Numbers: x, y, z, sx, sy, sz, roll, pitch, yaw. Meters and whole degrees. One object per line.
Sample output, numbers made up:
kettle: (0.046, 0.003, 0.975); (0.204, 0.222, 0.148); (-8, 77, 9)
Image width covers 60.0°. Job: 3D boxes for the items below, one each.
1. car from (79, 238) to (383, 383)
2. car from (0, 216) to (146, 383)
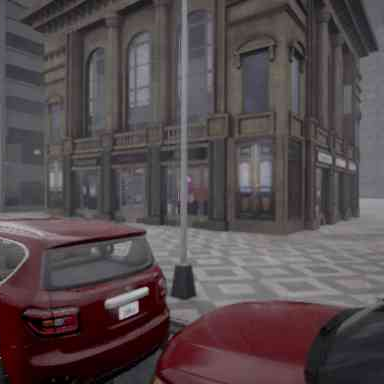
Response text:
car: (1.970, 1.320, 1.559); (5.009, 1.841, 2.192); (0, 0, 36)
car: (-2.595, 1.283, 4.818); (5.009, 1.841, 2.192); (0, 0, 36)
